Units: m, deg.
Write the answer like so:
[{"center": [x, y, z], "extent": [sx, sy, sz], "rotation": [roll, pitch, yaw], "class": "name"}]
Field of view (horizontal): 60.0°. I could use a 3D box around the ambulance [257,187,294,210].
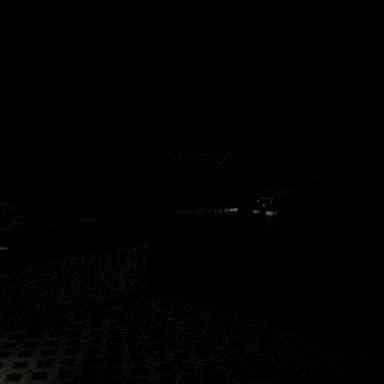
[{"center": [9.538, 0.702, 38.066], "extent": [2.351, 2.431, 6.366], "rotation": [3, 2, 35], "class": "ambulance"}]
